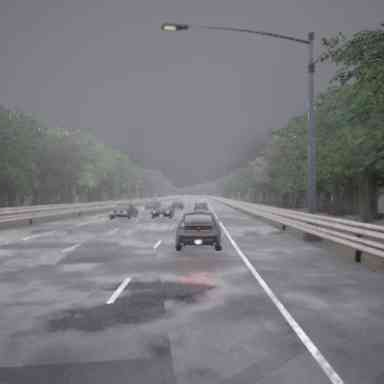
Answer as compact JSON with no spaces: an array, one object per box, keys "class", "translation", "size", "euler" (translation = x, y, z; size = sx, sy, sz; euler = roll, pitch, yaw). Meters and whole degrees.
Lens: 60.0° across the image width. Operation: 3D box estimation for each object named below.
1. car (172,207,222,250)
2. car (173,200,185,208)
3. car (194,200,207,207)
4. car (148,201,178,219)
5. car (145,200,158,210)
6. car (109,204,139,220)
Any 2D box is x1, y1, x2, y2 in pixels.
[{"class":"car","translation":[0.293,1.647,15.069],"size":[1.837,1.490,4.892],"euler":[0,0,1]},{"class":"car","translation":[-2.161,1.929,50.859],"size":[1.837,1.490,4.892],"euler":[0,0,2]},{"class":"car","translation":[1.331,1.952,50.587],"size":[1.812,1.442,4.674],"euler":[0,0,2]},{"class":"car","translation":[-2.720,1.880,32.255],"size":[1.895,1.301,4.718],"euler":[0,0,2]},{"class":"car","translation":[-5.722,1.894,48.918],"size":[2.128,1.511,4.902],"euler":[0,0,2]},{"class":"car","translation":[-6.257,1.811,31.089],"size":[2.033,1.411,5.357],"euler":[0,-1,2]}]
